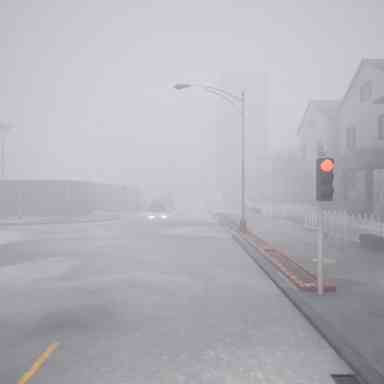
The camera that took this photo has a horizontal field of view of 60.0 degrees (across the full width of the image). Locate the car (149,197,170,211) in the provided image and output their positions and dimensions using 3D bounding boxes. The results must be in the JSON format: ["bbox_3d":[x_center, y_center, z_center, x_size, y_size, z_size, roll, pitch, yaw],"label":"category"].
[{"bbox_3d":[-4.087,1.617,40.939,1.895,1.301,4.718,0,0,0],"label":"car"}]

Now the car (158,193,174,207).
[{"bbox_3d":[-4.061,1.242,51.580,2.150,2.045,5.566,0,0,1],"label":"car"}]
